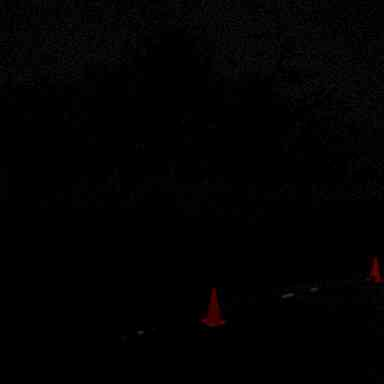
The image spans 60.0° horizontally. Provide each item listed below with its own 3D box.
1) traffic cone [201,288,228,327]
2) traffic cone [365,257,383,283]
[{"bbox_3d":[0.384,1.947,5.736,0.340,0.580,0.340,0,0,-34],"label":"traffic cone"},{"bbox_3d":[4.672,1.960,8.479,0.340,0.580,0.340,0,0,-32],"label":"traffic cone"}]
